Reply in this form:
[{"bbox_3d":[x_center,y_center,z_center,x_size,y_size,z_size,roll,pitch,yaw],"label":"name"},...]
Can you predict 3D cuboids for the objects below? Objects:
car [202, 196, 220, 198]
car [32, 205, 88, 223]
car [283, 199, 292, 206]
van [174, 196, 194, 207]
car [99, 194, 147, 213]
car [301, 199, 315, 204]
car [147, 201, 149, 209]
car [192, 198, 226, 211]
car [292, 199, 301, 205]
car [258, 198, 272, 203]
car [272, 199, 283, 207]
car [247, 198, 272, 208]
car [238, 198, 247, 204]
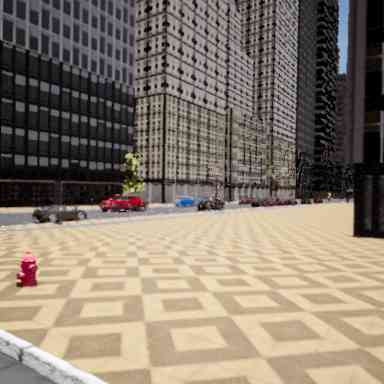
[{"bbox_3d":[3.438,1.843,51.405,1.837,1.490,4.892,2,0,36],"label":"car"},{"bbox_3d":[-10.450,1.675,26.616,2.008,1.369,4.403,1,0,35],"label":"car"},{"bbox_3d":[18.469,2.055,68.358,1.967,1.590,4.097,1,0,35],"label":"car"},{"bbox_3d":[-1.300,1.549,54.634,1.690,1.788,3.998,1,0,35],"label":"van"},{"bbox_3d":[-8.420,1.329,39.841,2.150,2.045,5.566,2,0,35],"label":"car"},{"bbox_3d":[28.143,2.343,82.248,1.947,1.339,4.313,1,0,35],"label":"car"},{"bbox_3d":[-7.749,1.538,45.376,1.967,1.590,4.097,1,0,35],"label":"car"},{"bbox_3d":[2.343,1.909,45.208,1.947,1.339,4.313,1,0,35],"label":"car"},{"bbox_3d":[21.692,2.235,72.988,1.947,1.339,4.313,1,0,35],"label":"car"},{"bbox_3d":[18.041,2.099,82.407,1.947,1.339,4.313,1,0,35],"label":"car"},{"bbox_3d":[15.242,2.143,63.728,1.802,1.307,4.206,1,0,35],"label":"car"},{"bbox_3d":[12.018,2.073,59.098,1.947,1.339,4.313,1,0,35],"label":"car"},{"bbox_3d":[11.594,2.007,73.149,1.802,1.307,4.206,1,0,35],"label":"car"}]
